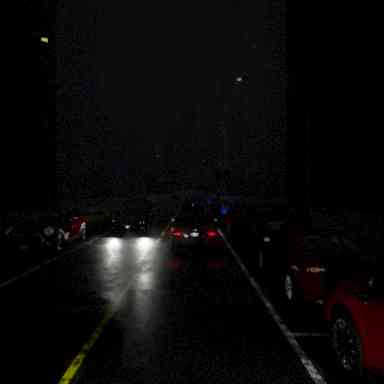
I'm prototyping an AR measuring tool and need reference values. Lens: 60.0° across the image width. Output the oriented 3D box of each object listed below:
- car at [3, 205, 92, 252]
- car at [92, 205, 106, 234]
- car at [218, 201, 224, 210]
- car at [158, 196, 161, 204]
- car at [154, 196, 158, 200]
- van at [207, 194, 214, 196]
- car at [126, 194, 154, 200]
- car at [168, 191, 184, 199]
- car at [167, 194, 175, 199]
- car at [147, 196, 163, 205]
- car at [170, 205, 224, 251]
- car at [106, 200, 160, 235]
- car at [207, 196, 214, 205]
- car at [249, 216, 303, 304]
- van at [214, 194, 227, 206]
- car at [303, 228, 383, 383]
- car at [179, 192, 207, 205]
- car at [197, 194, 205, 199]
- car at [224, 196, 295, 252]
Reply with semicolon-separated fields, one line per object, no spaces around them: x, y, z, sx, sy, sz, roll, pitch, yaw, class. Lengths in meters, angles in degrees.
-5.762;1.380;13.417;1.967;1.590;4.097;0;0;0;car
-5.762;1.442;18.760;1.752;1.417;4.829;0;0;0;car
2.763;1.461;18.934;1.887;1.381;4.507;0;0;0;car
-5.759;1.323;46.326;1.752;1.417;4.829;0;0;0;car
-5.760;1.371;40.983;2.008;1.369;4.403;0;0;0;car
2.766;1.138;46.496;1.690;1.788;3.998;0;0;0;van
-5.761;1.159;35.469;2.192;1.841;5.009;0;0;0;car
-2.994;0.910;59.259;1.994;1.385;4.181;0;0;0;car
-5.948;1.151;94.191;2.008;1.369;4.403;0;0;-1;car
-5.759;1.324;52.009;2.008;1.369;4.403;0;0;0;car
0.098;1.486;13.786;2.033;1.411;5.357;0;0;0;car
-3.098;1.423;18.384;1.837;1.490;4.892;0;0;0;car
2.765;1.410;35.473;1.947;1.339;4.313;0;0;0;car
2.762;1.509;7.909;1.887;1.381;4.507;0;0;0;car
2.764;1.233;24.446;1.690;1.788;3.998;0;0;0;van
2.762;1.304;2.396;2.192;1.841;5.009;0;0;0;car
0.100;1.205;33.389;2.097;1.767;4.553;0;0;0;car
2.576;1.151;94.265;2.008;1.369;4.403;0;0;-1;car
2.763;1.256;13.421;2.192;1.841;5.009;0;0;0;car
